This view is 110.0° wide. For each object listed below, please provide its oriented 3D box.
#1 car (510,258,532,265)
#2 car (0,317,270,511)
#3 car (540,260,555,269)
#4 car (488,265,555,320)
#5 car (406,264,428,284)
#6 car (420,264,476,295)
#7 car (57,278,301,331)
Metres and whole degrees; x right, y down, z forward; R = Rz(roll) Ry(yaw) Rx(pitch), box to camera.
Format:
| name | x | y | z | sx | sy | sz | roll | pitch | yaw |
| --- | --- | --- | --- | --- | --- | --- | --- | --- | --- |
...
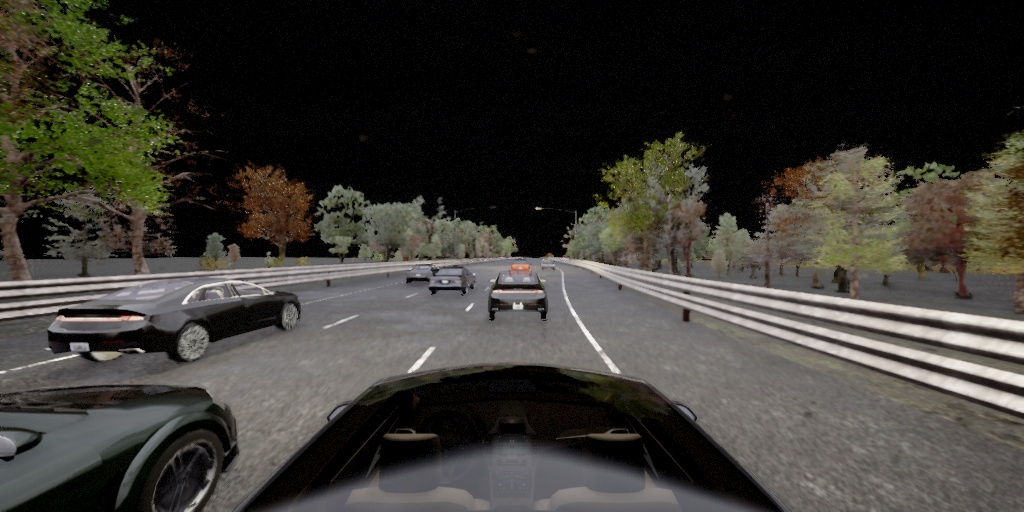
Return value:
| name | x | y | z | sx | sy | sz | roll | pitch | yaw |
| --- | --- | --- | --- | --- | --- | --- | --- | --- | --- |
| car | 0.847 | 1.088 | 34.422 | 2.097 | 1.767 | 4.553 | 0 | 0 | 2 |
| car | -3.381 | 1.313 | 1.403 | 1.994 | 1.385 | 4.181 | 0 | 0 | 0 |
| car | 5.108 | 1.342 | 50.877 | 1.895 | 1.301 | 4.718 | 0 | 0 | 4 |
| car | 0.209 | 1.235 | 12.595 | 2.128 | 1.511 | 4.902 | 0 | 0 | 1 |
| car | -6.445 | 1.296 | 26.921 | 1.994 | 1.385 | 4.181 | 0 | 0 | 2 |
| car | -3.163 | 1.285 | 19.715 | 2.033 | 1.411 | 5.357 | 0 | 0 | 1 |
| car | -6.847 | 1.234 | 8.123 | 2.128 | 1.511 | 4.902 | 0 | 0 | 1 |
